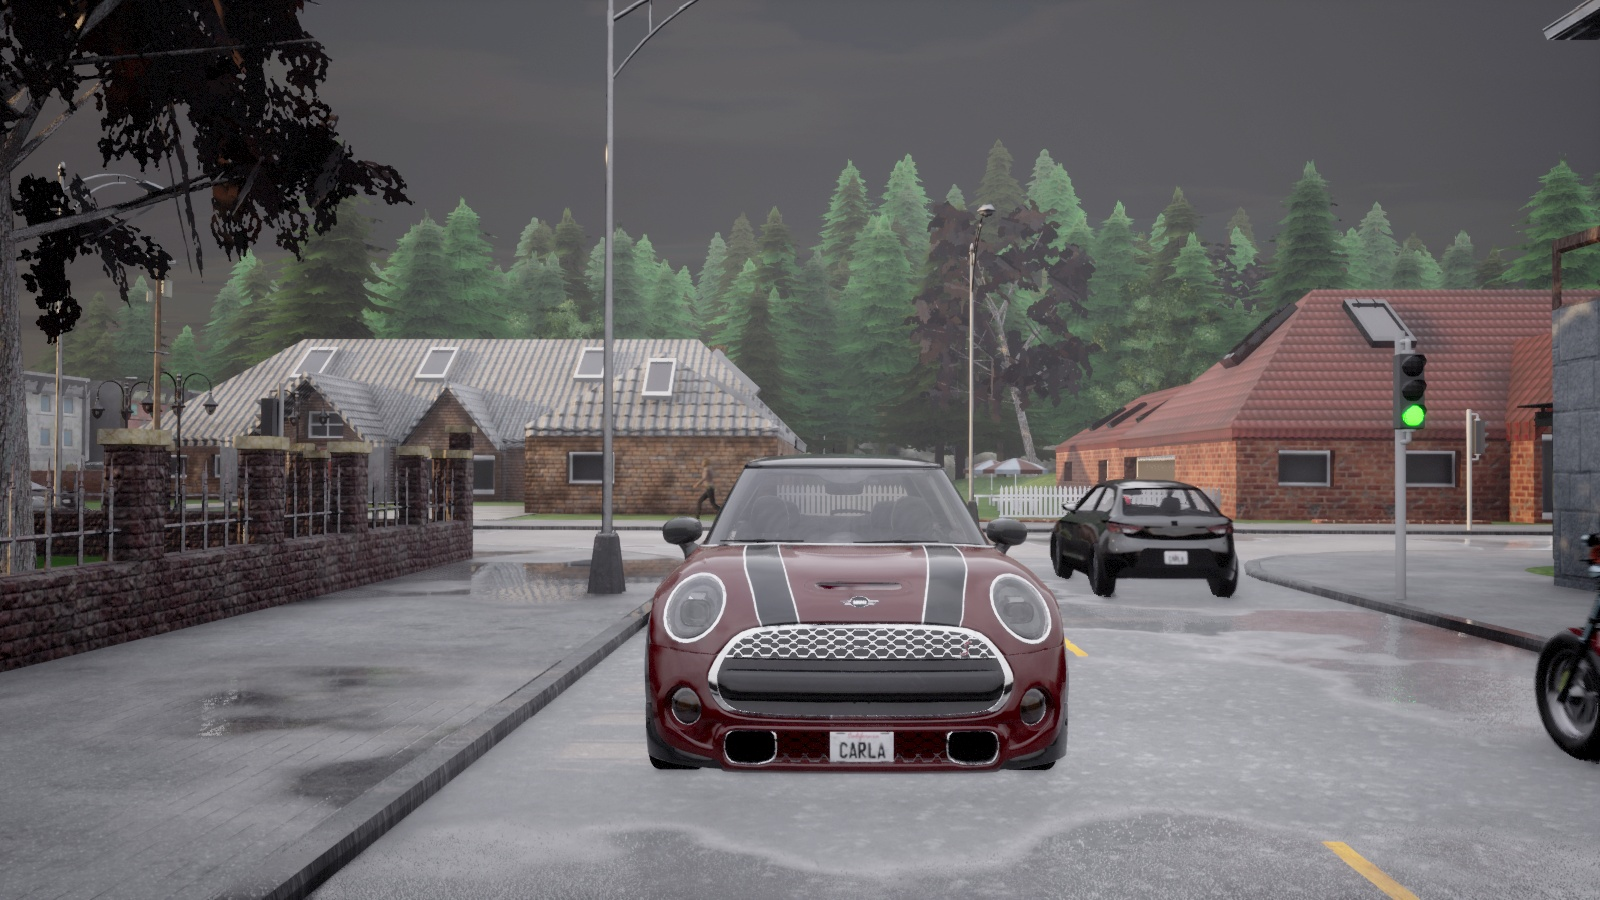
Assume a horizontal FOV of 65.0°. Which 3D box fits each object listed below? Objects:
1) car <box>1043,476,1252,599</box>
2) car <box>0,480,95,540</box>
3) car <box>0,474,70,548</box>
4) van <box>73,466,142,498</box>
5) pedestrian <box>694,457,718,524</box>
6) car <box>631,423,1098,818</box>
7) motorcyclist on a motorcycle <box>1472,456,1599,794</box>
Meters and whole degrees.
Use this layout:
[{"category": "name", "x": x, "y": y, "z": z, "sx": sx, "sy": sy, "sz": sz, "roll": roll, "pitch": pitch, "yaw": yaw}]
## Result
[{"category": "car", "x": 4.614, "y": 1.100, "z": 17.299, "sx": 1.816, "sy": 1.474, "sz": 4.193, "roll": 0, "pitch": -1, "yaw": 2}, {"category": "car", "x": -20.713, "y": 1.467, "z": 31.151, "sx": 5.357, "sy": 1.411, "sz": 2.033, "roll": 0, "pitch": -1, "yaw": 3}, {"category": "car", "x": -18.574, "y": 1.289, "z": 27.041, "sx": 4.514, "sy": 1.525, "sz": 2.007, "roll": 0, "pitch": -1, "yaw": 0}, {"category": "van", "x": -46.648, "y": 2.142, "z": 84.650, "sx": 2.069, "sy": 2.038, "sz": 4.480, "roll": 0, "pitch": -1, "yaw": 2}, {"category": "pedestrian", "x": -2.590, "y": 1.114, "z": 34.682, "sx": 0.634, "sy": 1.846, "sz": 0.331, "roll": 0, "pitch": -1, "yaw": 1}, {"category": "car", "x": 0.271, "y": 0.805, "z": 7.943, "sx": 2.097, "sy": 1.767, "sz": 4.553, "roll": 0, "pitch": -1, "yaw": 0}, {"category": "motorcyclist on a motorcycle", "x": 4.282, "y": 0.851, "z": 6.146, "sx": 0.766, "sy": 1.649, "sz": 2.350, "roll": 0, "pitch": -1, "yaw": 2}]
